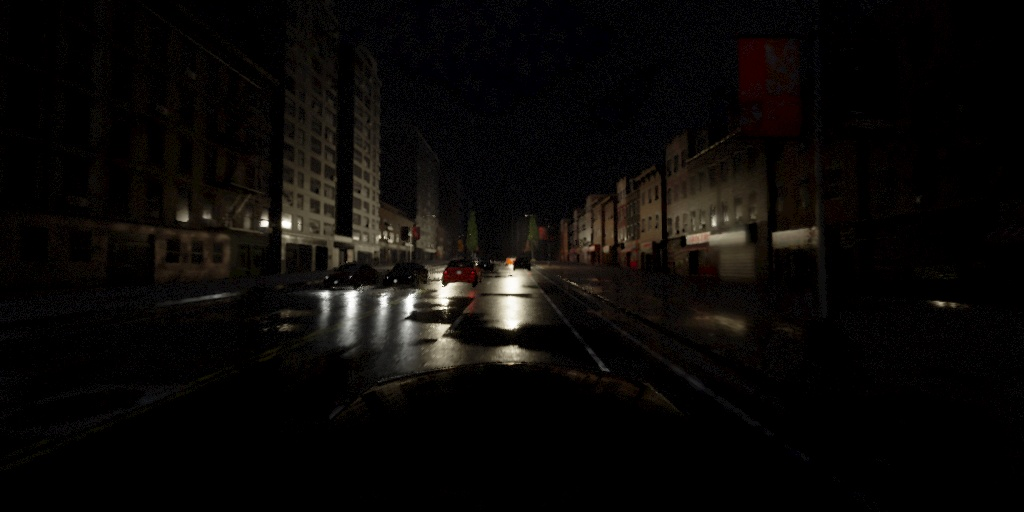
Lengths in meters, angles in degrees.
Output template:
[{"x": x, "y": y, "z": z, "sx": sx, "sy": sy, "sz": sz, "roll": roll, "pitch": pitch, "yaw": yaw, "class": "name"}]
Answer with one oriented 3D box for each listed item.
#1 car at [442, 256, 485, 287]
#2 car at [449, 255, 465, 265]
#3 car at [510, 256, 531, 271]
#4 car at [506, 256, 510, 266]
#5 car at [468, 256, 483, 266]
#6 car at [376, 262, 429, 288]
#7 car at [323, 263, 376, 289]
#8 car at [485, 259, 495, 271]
[{"x": -3.141, "y": 0.991, "z": 23.440, "sx": 2.097, "sy": 1.767, "sz": 4.553, "roll": 0, "pitch": 0, "yaw": 0, "class": "car"}, {"x": -9.741, "y": 0.719, "z": 63.701, "sx": 2.097, "sy": 1.767, "sz": 4.553, "roll": 0, "pitch": 0, "yaw": 0, "class": "car"}, {"x": 1.155, "y": 0.866, "z": 42.869, "sx": 2.097, "sy": 1.767, "sz": 4.553, "roll": 0, "pitch": 0, "yaw": 0, "class": "car"}, {"x": 0.026, "y": 0.730, "z": 61.616, "sx": 2.097, "sy": 1.767, "sz": 4.553, "roll": 0, "pitch": 0, "yaw": 0, "class": "car"}, {"x": -6.499, "y": 0.855, "z": 63.682, "sx": 2.128, "sy": 1.511, "sz": 4.902, "roll": 0, "pitch": 0, "yaw": 1, "class": "car"}, {"x": -6.587, "y": 1.149, "z": 22.662, "sx": 1.837, "sy": 1.490, "sz": 4.892, "roll": 0, "pitch": 0, "yaw": 0, "class": "car"}, {"x": -9.839, "y": 1.172, "z": 22.359, "sx": 1.812, "sy": 1.442, "sz": 4.674, "roll": 0, "pitch": 0, "yaw": 0, "class": "car"}, {"x": -3.131, "y": 1.073, "z": 43.834, "sx": 1.994, "sy": 1.385, "sz": 4.181, "roll": 0, "pitch": 0, "yaw": 0, "class": "car"}]
